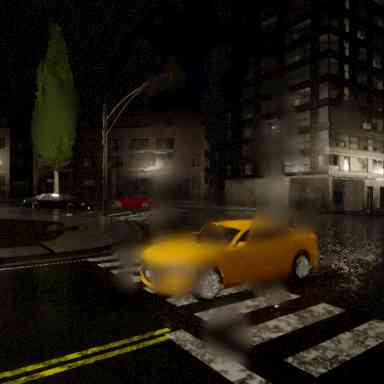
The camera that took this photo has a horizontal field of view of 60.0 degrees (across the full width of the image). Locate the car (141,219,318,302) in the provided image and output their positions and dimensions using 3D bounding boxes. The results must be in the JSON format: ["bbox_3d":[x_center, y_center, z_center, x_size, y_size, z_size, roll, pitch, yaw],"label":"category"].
[{"bbox_3d":[1.133,1.483,8.473,5.008,1.535,1.882,0,0,-35],"label":"car"}]

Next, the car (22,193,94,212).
[{"bbox_3d":[-10.581,0.786,26.271,5.357,1.411,2.033,1,0,11],"label":"car"}]

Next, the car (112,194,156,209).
[{"bbox_3d":[-5.572,0.913,32.115,4.181,1.385,1.994,1,0,11],"label":"car"}]
